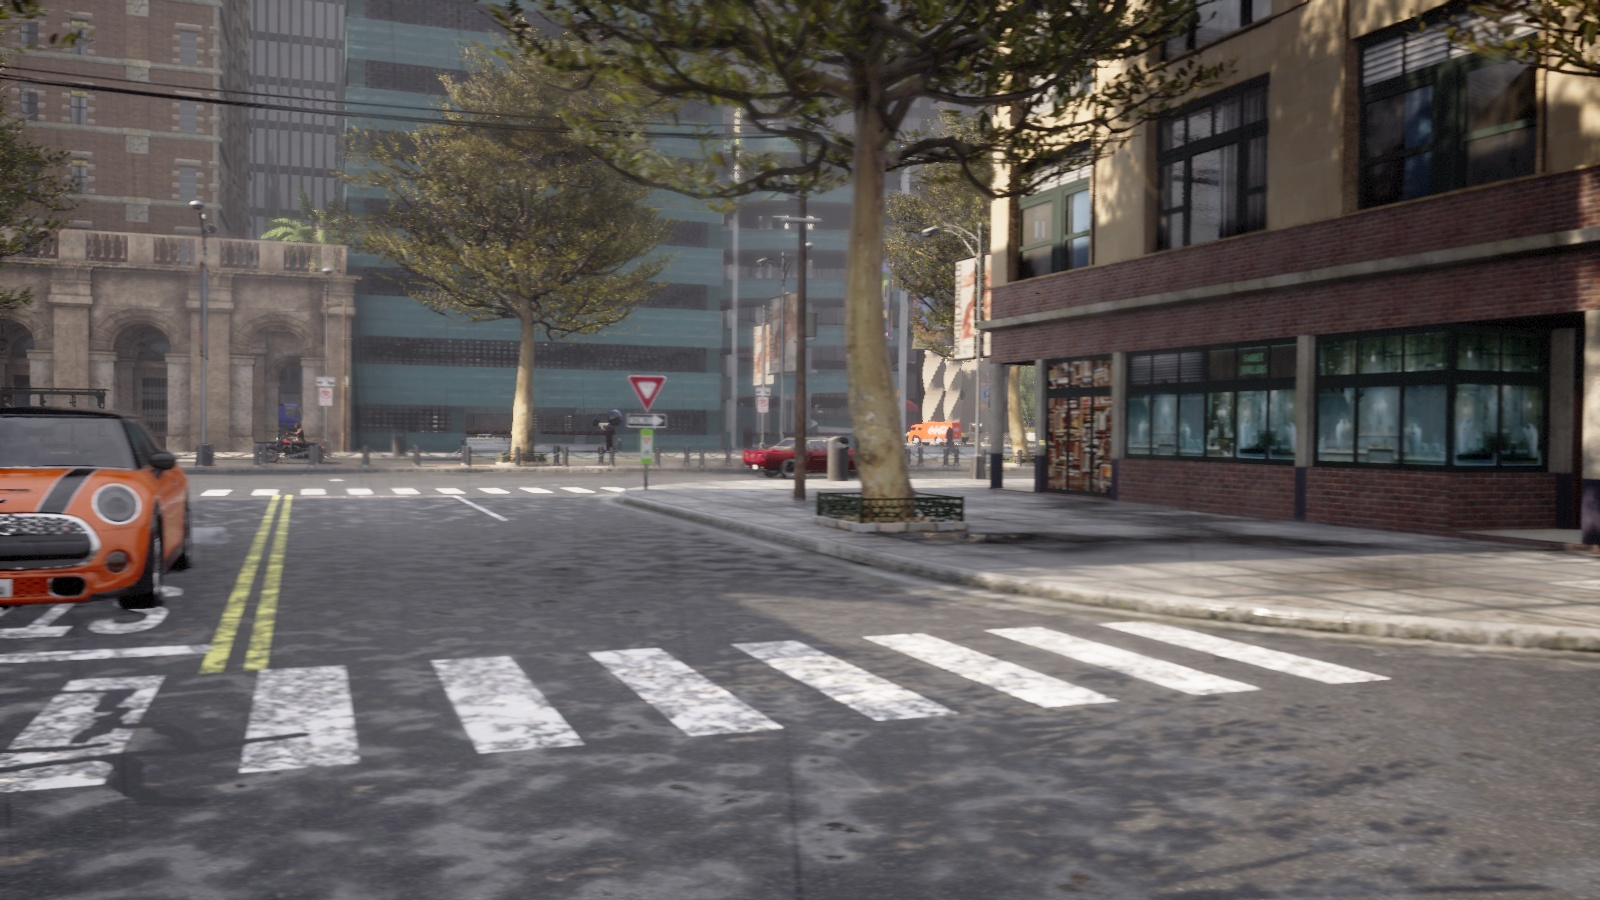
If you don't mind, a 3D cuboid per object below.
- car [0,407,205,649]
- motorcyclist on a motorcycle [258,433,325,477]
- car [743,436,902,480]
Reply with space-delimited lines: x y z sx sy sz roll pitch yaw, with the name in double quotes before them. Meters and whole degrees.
"car" -6.688 0.545 11.289 2.097 1.767 4.553 -1 1 -22
"motorcyclist on a motorcycle" -19.696 0.169 48.707 2.350 1.649 0.766 -1 1 -21
"car" 0.722 0.234 40.413 4.718 1.301 1.895 -1 1 -22
